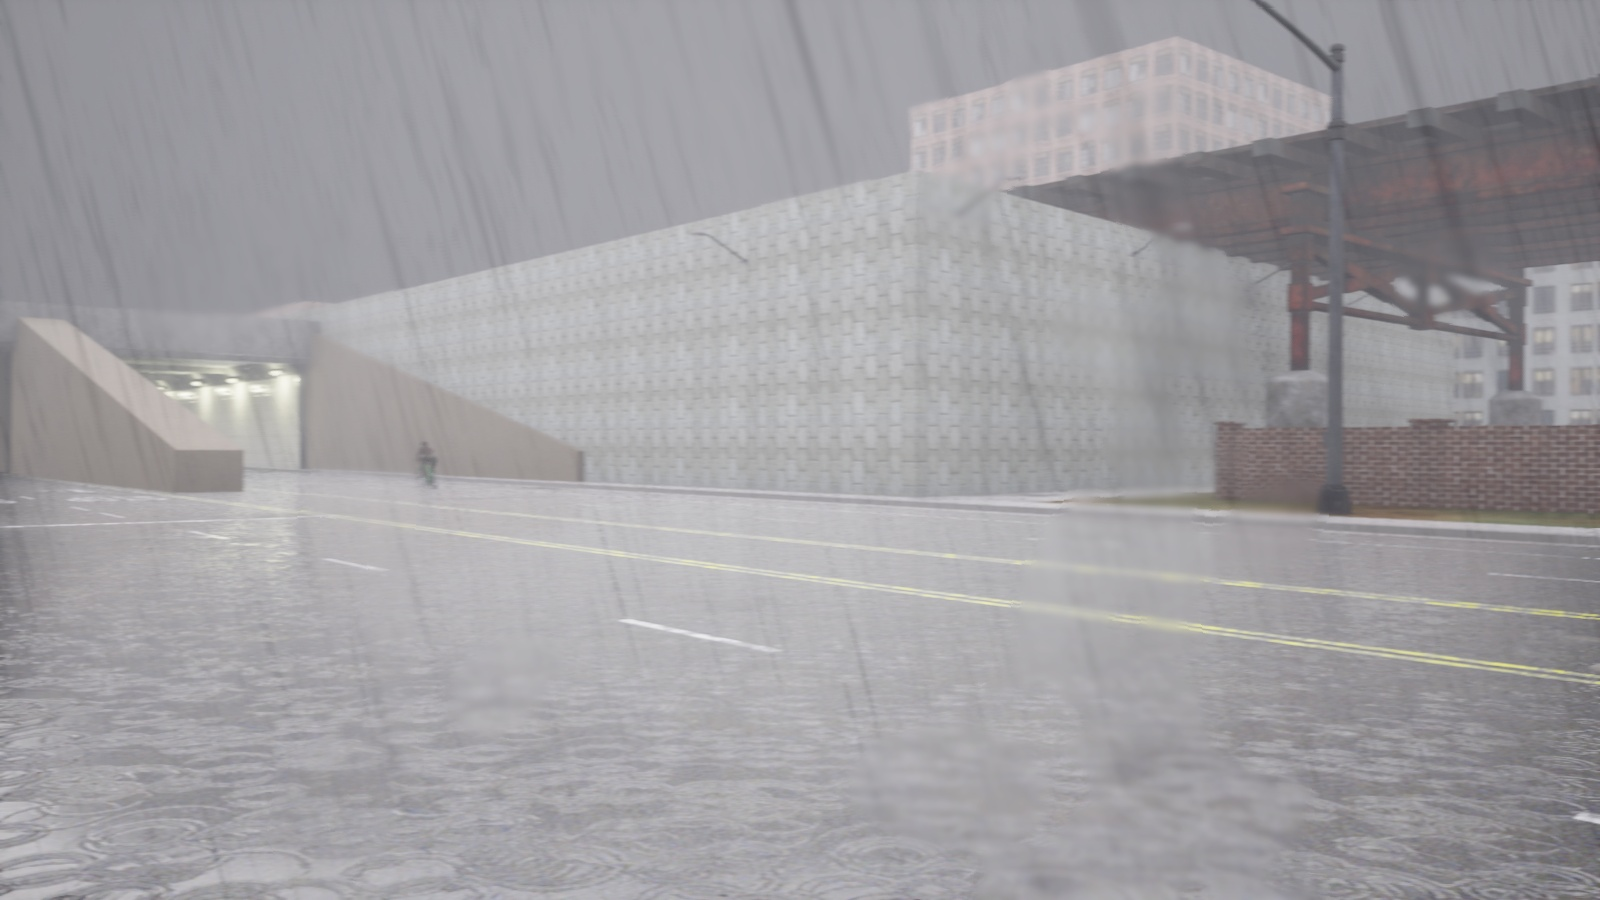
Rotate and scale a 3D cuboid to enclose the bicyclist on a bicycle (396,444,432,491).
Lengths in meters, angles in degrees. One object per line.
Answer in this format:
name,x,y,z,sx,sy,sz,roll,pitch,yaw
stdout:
bicyclist on a bicycle,-13.400,0.594,43.562,0.582,1.620,1.656,0,0,-40
